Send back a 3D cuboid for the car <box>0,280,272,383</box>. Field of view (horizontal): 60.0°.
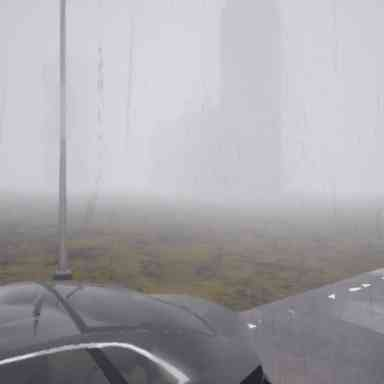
[{"bbox_3d":[-1.652,1.438,1.717,4.892,1.490,1.837,0,2,-37],"label":"car"}]
